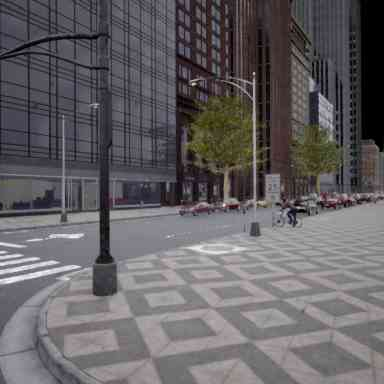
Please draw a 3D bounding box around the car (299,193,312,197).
[{"bbox_3d":[19.667,1.416,59.571,1.887,1.381,4.507,0,0,35],"label":"car"}]

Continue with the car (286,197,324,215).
[{"bbox_3d":[10.706,1.424,31.504,1.947,1.339,4.313,0,0,35],"label":"car"}]

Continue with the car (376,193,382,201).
[{"bbox_3d":[42.665,1.359,77.959,1.802,1.307,4.206,-1,0,35],"label":"car"}]

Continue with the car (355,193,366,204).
[{"bbox_3d":[26.684,1.118,54.733,2.192,1.841,5.009,0,0,35],"label":"car"}]

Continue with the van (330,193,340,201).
[{"bbox_3d":[35.647,1.186,82.803,1.690,1.788,3.998,-1,0,35],"label":"van"}]

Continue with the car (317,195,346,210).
[{"bbox_3d":[17.097,1.377,40.796,1.887,1.381,4.507,0,0,35],"label":"car"}]

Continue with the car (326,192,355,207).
[{"bbox_3d":[20.293,1.137,45.442,2.192,1.841,5.009,0,0,35],"label":"car"}]

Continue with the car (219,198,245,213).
[{"bbox_3d":[3.684,1.367,36.340,1.967,1.590,4.097,0,0,35],"label":"car"}]

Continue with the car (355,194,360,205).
[{"bbox_3d":[23.490,1.378,50.086,1.947,1.339,4.313,0,0,35],"label":"car"}]

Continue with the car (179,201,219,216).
[{"bbox_3d":[0.489,1.524,31.694,1.802,1.307,4.206,0,0,35],"label":"car"}]

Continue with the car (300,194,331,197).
[{"bbox_3d":[16.527,1.340,44.502,2.128,1.511,4.902,-1,0,35],"label":"car"}]

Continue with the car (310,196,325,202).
[{"bbox_3d":[26.061,1.419,68.864,1.947,1.339,4.313,0,0,35],"label":"car"}]

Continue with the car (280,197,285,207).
[{"bbox_3d":[13.274,1.456,50.279,1.947,1.339,4.313,0,0,35],"label":"car"}]

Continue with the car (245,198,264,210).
[{"bbox_3d":[6.882,1.495,40.986,1.802,1.307,4.206,0,0,35],"label":"car"}]

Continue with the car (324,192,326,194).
[{"bbox_3d":[22.214,1.052,52.768,2.150,2.045,5.566,-1,0,35],"label":"car"}]

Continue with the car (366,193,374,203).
[{"bbox_3d":[33.077,1.100,64.024,2.192,1.841,5.009,0,0,35],"label":"car"}]

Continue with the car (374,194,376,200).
[{"bbox_3d":[36.370,1.303,68.809,1.752,1.417,4.829,-1,0,35],"label":"car"}]

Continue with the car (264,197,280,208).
[{"bbox_3d":[9.981,1.426,45.492,1.752,1.417,4.829,0,0,35],"label":"car"}]

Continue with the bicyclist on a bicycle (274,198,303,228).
[{"bbox_3d":[5.277,1.177,18.388,1.656,1.620,0.582,-1,0,35],"label":"bicyclist on a bicycle"}]
